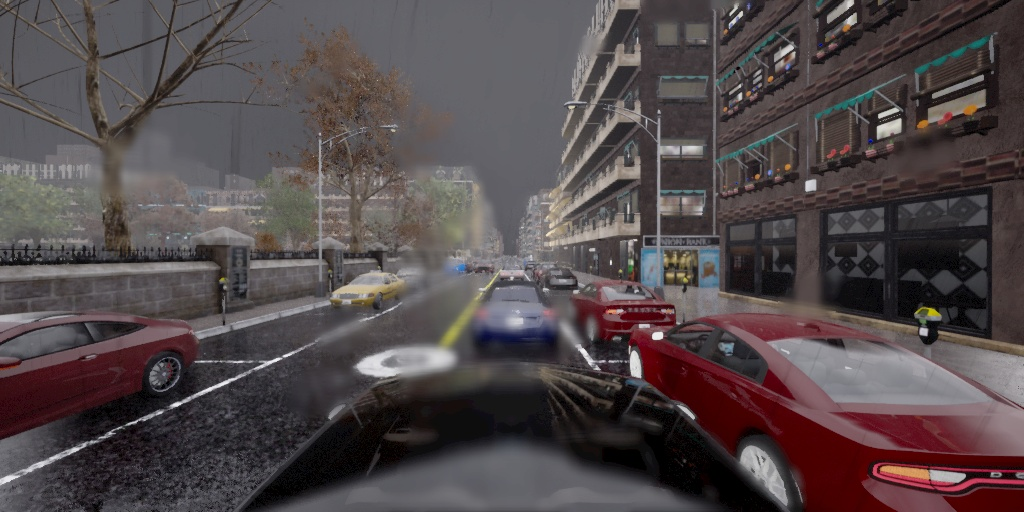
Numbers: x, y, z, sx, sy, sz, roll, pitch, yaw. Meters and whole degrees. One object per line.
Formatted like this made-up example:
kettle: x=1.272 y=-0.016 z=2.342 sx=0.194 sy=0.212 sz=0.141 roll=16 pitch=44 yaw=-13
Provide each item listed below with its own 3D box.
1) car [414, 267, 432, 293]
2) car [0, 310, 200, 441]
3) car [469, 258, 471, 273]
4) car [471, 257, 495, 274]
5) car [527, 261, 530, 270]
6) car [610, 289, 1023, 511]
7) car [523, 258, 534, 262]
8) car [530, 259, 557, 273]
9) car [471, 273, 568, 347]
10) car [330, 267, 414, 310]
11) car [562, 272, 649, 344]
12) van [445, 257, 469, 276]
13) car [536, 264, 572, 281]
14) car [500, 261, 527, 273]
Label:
car: x=-5.733 y=1.301 z=20.519 sx=2.007 sy=1.370 sz=4.403 roll=0 pitch=0 yaw=0
car: x=-5.694 y=1.332 z=3.914 sx=1.802 sy=1.307 sz=4.207 roll=0 pitch=0 yaw=0
car: x=-5.785 y=1.071 z=42.659 sx=2.192 sy=1.841 sz=5.009 roll=0 pitch=0 yaw=0
car: x=-3.122 y=1.107 z=41.528 sx=2.097 sy=1.767 sz=4.553 roll=0 pitch=0 yaw=0
car: x=2.622 y=1.319 z=31.609 sx=1.948 sy=1.339 sz=4.313 roll=0 pitch=0 yaw=0
car: x=2.686 y=1.295 z=3.934 sx=1.888 sy=1.381 sz=4.507 roll=0 pitch=0 yaw=0
car: x=2.583 y=1.324 z=48.214 sx=1.948 sy=1.339 sz=4.313 roll=0 pitch=0 yaw=0
car: x=2.635 y=1.192 z=26.074 sx=1.967 sy=1.591 sz=4.097 roll=0 pitch=0 yaw=0
car: x=0.082 y=1.314 z=9.307 sx=1.994 sy=1.385 sz=4.181 roll=0 pitch=0 yaw=0
car: x=-5.719 y=1.275 z=14.814 sx=1.751 sy=1.417 sz=4.829 roll=0 pitch=0 yaw=0
car: x=2.674 y=1.295 z=9.469 sx=1.888 sy=1.381 sz=4.507 roll=0 pitch=0 yaw=0
van: x=-5.772 y=1.096 z=37.123 sx=1.690 sy=1.789 sz=3.998 roll=0 pitch=0 yaw=0
car: x=2.648 y=1.317 z=20.539 sx=1.948 sy=1.339 sz=4.313 roll=0 pitch=0 yaw=0
car: x=0.034 y=1.354 z=29.341 sx=1.895 sy=1.301 sz=4.718 roll=0 pitch=0 yaw=1
